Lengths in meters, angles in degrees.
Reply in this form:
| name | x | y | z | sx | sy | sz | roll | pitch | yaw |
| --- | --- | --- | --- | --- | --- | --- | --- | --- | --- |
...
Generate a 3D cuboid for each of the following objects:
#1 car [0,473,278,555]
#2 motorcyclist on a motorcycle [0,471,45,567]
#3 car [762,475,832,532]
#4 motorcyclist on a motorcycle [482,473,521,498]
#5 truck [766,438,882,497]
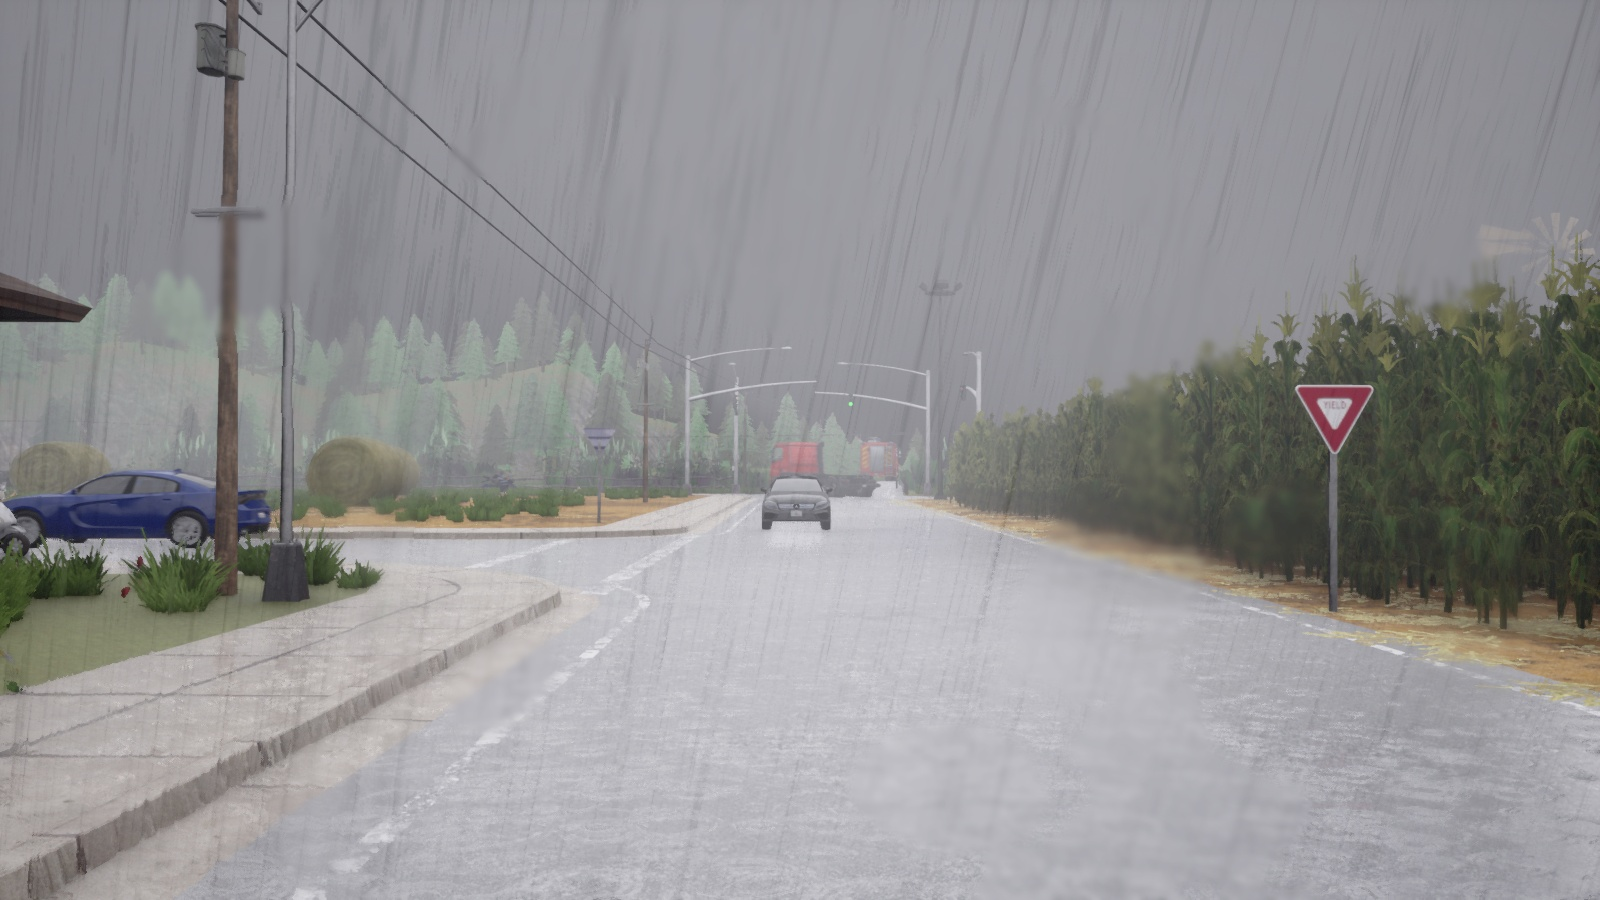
| name | x | y | z | sx | sy | sz | roll | pitch | yaw |
| --- | --- | --- | --- | --- | --- | --- | --- | --- | --- |
| car | -13.186 | 1.233 | 24.765 | 5.008 | 1.535 | 1.882 | 0 | -1 | -1 |
| motorcyclist on a motorcycle | -13.936 | 1.153 | 21.232 | 1.817 | 1.590 | 0.866 | 0 | -1 | -1 |
| car | -0.087 | 1.421 | 34.625 | 1.812 | 1.442 | 4.674 | 0 | -1 | 0 |
| motorcyclist on a motorcycle | -18.464 | 2.192 | 77.792 | 2.191 | 1.530 | 0.866 | 0 | -1 | 3 |
| truck | 1.376 | 1.127 | 77.627 | 2.891 | 3.462 | 7.936 | 1 | -2 | -37 |
